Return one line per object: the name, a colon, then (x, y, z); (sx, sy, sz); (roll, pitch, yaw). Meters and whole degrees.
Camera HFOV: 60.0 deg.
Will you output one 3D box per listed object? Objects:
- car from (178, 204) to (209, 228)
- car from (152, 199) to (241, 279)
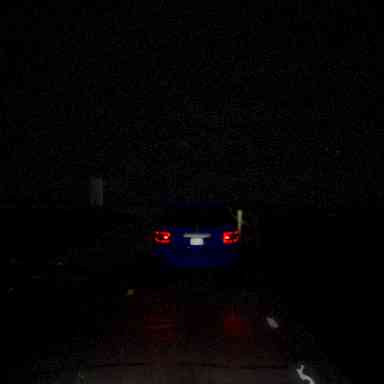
car: (0.073, 1.578, 23.208); (1.895, 1.301, 4.718); (0, 0, -1)
car: (0.103, 1.206, 10.077); (2.150, 2.045, 5.566); (0, 0, 0)
